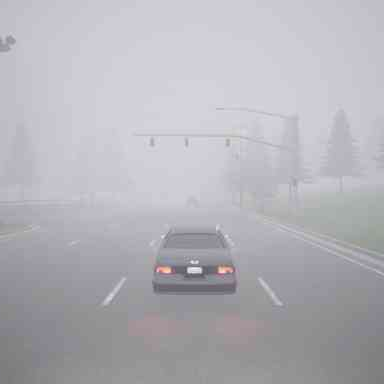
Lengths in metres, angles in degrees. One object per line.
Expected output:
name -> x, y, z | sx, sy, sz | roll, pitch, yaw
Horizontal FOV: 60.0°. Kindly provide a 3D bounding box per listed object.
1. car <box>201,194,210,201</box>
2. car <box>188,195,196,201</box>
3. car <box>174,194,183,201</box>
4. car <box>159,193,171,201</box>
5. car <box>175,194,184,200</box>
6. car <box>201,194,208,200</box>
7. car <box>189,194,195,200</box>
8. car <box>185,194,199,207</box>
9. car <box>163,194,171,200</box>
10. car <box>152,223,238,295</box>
car -> 3.502, 1.492, 83.570 | 1.837, 1.490, 4.892 | 0, 0, 0
car -> 0.002, 1.531, 83.570 | 2.033, 1.411, 5.357 | 0, 0, 0
car -> -3.498, 1.516, 83.987 | 1.812, 1.442, 4.674 | 0, 0, 0
car -> -6.998, 1.217, 83.601 | 2.150, 2.045, 5.566 | 0, 0, 0
car -> -3.498, 1.357, 93.990 | 2.128, 1.511, 4.902 | 0, 0, 0
car -> 3.502, 1.310, 93.990 | 1.882, 1.535, 5.008 | 0, 0, 0
car -> 0.002, 1.310, 93.990 | 1.882, 1.535, 5.008 | 0, 0, 0
car -> -0.001, 1.352, 52.927 | 2.097, 1.767, 4.553 | 0, 0, 0
car -> -6.998, 1.385, 93.991 | 1.994, 1.385, 4.181 | 0, 0, 0
car -> 0.067, 1.547, 8.888 | 2.033, 1.411, 5.357 | 0, 0, 0
